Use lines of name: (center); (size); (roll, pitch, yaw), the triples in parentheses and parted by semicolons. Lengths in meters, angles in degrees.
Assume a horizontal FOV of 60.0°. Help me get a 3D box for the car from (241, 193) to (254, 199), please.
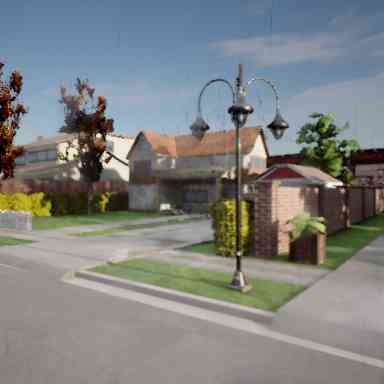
car: (3.907, 1.018, 22.553); (1.905, 1.878, 3.866); (0, 0, 36)
